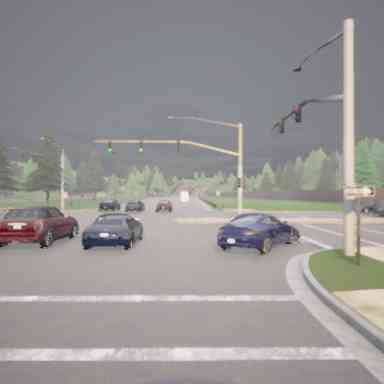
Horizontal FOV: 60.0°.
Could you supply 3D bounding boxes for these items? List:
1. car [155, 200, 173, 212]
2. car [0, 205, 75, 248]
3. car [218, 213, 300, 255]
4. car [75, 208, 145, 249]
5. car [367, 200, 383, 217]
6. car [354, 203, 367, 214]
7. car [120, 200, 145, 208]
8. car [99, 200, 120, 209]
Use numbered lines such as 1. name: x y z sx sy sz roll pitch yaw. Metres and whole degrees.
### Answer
1. car: -3.413 1.739 41.865 1.812 1.442 4.674 0 0 0
2. car: -6.899 1.429 15.288 2.097 1.767 4.553 0 0 0
3. car: 2.803 1.597 13.749 1.812 1.442 4.674 -1 -1 37
4. car: -3.400 1.640 14.888 1.994 1.385 4.181 0 0 0
5. car: 19.328 1.510 30.837 4.553 1.767 2.097 0 0 1
6. car: 20.944 1.685 37.813 4.902 1.511 2.128 0 0 1
7. car: -6.900 1.699 40.794 2.128 1.511 4.902 0 0 0
8. car: -10.399 1.693 42.389 1.882 1.535 5.008 0 0 0
